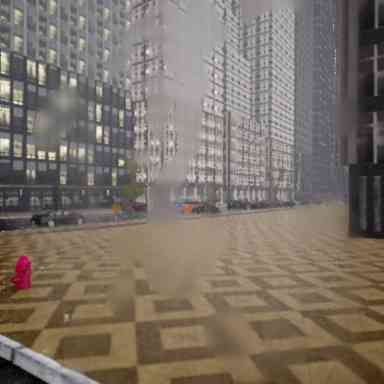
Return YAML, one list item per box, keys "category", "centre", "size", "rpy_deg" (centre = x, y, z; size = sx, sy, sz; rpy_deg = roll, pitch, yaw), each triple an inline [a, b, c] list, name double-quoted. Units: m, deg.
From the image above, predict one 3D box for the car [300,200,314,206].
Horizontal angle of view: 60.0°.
- category: "car"
  centre: [27.924, 2.734, 82.388]
  size: [1.947, 1.339, 4.313]
  rpy_deg: [0, -1, 35]

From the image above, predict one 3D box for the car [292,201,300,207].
- category: "car"
  centre: [21.478, 2.624, 73.124]
  size: [1.947, 1.339, 4.313]
  rpy_deg: [0, -1, 35]

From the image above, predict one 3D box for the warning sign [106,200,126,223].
- category: "warning sign"
  centre: [-6.516, 1.672, 28.693]
  size: [1.300, 1.860, 1.060]
  rpy_deg: [1, 1, 35]

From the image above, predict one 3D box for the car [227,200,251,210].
- category: "car"
  centre: [7.936, 2.197, 58.355]
  size: [2.097, 1.767, 4.553]
  rpy_deg: [0, 0, 35]

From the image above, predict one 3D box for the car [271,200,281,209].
- category: "car"
  centre: [15.032, 2.530, 63.861]
  size: [1.802, 1.307, 4.206]
  rpy_deg: [0, -1, 35]

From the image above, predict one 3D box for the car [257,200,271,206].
- category: "car"
  centre: [17.820, 2.621, 82.541]
  size: [1.947, 1.339, 4.313]
  rpy_deg: [0, -1, 35]

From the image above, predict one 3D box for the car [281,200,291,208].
- category: "car"
  centre: [18.256, 2.443, 68.494]
  size: [1.967, 1.590, 4.097]
  rpy_deg: [0, -1, 35]

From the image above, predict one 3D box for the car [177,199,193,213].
- category: "car"
  centre: [0.493, 2.068, 47.624]
  size: [2.097, 1.767, 4.553]
  rpy_deg: [0, 0, 35]

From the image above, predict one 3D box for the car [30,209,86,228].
- category: "car"
  centre: [-10.641, 2.052, 26.736]
  size: [2.008, 1.369, 4.403]
  rpy_deg: [0, -1, 35]

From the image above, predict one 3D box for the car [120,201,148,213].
- category: "car"
  centre: [-7.954, 2.052, 45.499]
  size: [1.967, 1.590, 4.097]
  rpy_deg: [0, -1, 35]

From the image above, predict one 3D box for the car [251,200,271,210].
- category: "car"
  centre: [11.810, 2.459, 59.229]
  size: [1.947, 1.339, 4.313]
  rpy_deg: [0, -1, 35]

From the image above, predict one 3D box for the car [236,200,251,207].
- category: "car"
  centre: [11.377, 2.527, 73.280]
  size: [1.802, 1.307, 4.206]
  rpy_deg: [0, -1, 35]

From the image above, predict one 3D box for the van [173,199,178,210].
- category: "van"
  centre: [-1.510, 2.065, 54.761]
  size: [1.690, 1.788, 3.998]
  rpy_deg: [0, -1, 35]

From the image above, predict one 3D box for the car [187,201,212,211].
- category: "car"
  centre: [1.281, 2.278, 54.083]
  size: [1.812, 1.442, 4.674]
  rpy_deg: [0, -1, 35]

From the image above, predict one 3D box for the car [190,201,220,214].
- category: "car"
  centre: [2.142, 2.292, 45.334]
  size: [1.947, 1.339, 4.313]
  rpy_deg: [0, -1, 35]
